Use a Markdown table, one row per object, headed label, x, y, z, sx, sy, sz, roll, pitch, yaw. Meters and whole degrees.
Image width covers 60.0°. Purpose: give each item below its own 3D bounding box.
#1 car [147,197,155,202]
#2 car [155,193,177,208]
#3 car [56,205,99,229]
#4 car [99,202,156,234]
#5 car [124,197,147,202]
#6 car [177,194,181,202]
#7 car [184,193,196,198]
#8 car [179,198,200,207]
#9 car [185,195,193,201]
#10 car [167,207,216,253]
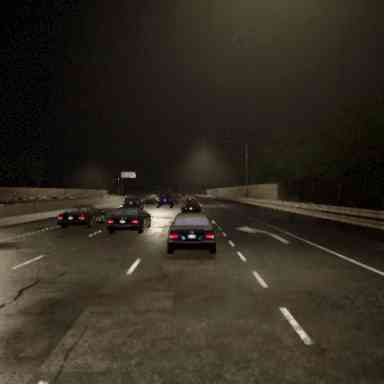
| label | x | y | z | sx | sy | sz | roll | pitch | yaw |
| --- | --- | --- | --- | --- | --- | --- | --- | --- | --- |
| car | -7.346 | 1.555 | 59.367 | 2.033 | 1.411 | 5.357 | 0 | 0 | -1 |
| car | -3.727 | 1.233 | 48.238 | 2.150 | 2.045 | 5.566 | 0 | 0 | -1 |
| car | -7.043 | 1.558 | 21.785 | 2.033 | 1.411 | 5.357 | 0 | 0 | 0 |
| car | -3.533 | 1.556 | 19.376 | 2.033 | 1.411 | 5.357 | 0 | 0 | 0 |
| car | -7.163 | 1.366 | 40.932 | 2.097 | 1.767 | 4.553 | 0 | 0 | 0 |
| car | -3.980 | 1.558 | 69.756 | 1.994 | 1.385 | 4.181 | 0 | 0 | -1 |
| car | -0.385 | 1.356 | 62.496 | 2.097 | 1.767 | 4.553 | 0 | 0 | -1 |
| car | -0.115 | 1.576 | 34.574 | 1.994 | 1.385 | 4.181 | 0 | 0 | 0 |
| car | -0.703 | 1.494 | 84.207 | 1.882 | 1.535 | 5.008 | 0 | 0 | -1 |
| car | -0.016 | 1.552 | 13.767 | 2.033 | 1.411 | 5.357 | 0 | 0 | 0 |
